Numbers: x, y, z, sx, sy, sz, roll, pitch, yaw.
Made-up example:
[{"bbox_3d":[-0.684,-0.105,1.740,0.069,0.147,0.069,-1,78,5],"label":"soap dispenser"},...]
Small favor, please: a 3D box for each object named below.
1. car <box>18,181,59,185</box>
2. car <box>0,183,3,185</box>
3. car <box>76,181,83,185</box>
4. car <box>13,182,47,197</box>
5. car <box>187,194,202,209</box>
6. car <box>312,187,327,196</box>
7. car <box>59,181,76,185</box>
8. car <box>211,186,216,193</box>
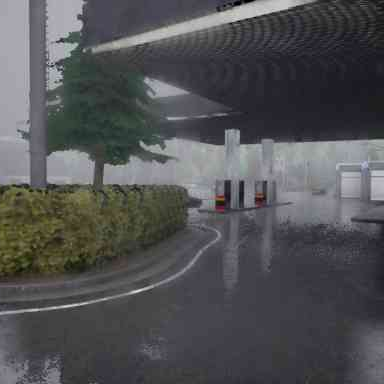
[{"bbox_3d":[-16.345,-0.105,35.233,3.866,1.878,1.905,2,2,36],"label":"car"},{"bbox_3d":[-32.953,-0.841,55.297,5.027,1.636,2.152,2,2,36],"label":"car"},{"bbox_3d":[-24.030,-1.234,68.216,4.605,1.855,1.932,2,2,36],"label":"car"},{"bbox_3d":[-20.763,-0.365,42.522,4.605,1.855,1.932,2,2,36],"label":"car"},{"bbox_3d":[-1.028,0.739,27.594,1.812,1.442,4.674,2,2,36],"label":"car"},{"bbox_3d":[23.236,-0.139,60.524,2.128,1.511,4.902,2,2,34],"label":"car"},{"bbox_3d":[-25.410,-1.183,65.626,3.866,1.878,1.905,2,2,36],"label":"car"},{"bbox_3d":[6.260,-0.616,65.258,5.027,1.636,2.152,2,2,36],"label":"car"}]
